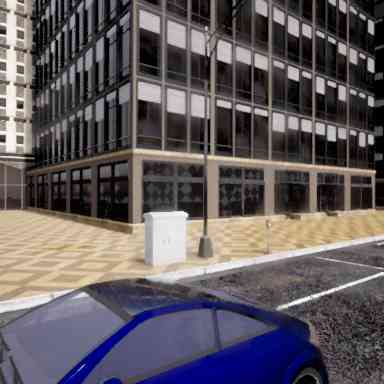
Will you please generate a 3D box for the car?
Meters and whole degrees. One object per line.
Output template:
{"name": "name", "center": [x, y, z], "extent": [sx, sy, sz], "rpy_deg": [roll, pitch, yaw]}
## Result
{"name": "car", "center": [-0.675, 1.564, 2.885], "extent": [4.181, 1.385, 1.994], "rpy_deg": [0, 0, -37]}
